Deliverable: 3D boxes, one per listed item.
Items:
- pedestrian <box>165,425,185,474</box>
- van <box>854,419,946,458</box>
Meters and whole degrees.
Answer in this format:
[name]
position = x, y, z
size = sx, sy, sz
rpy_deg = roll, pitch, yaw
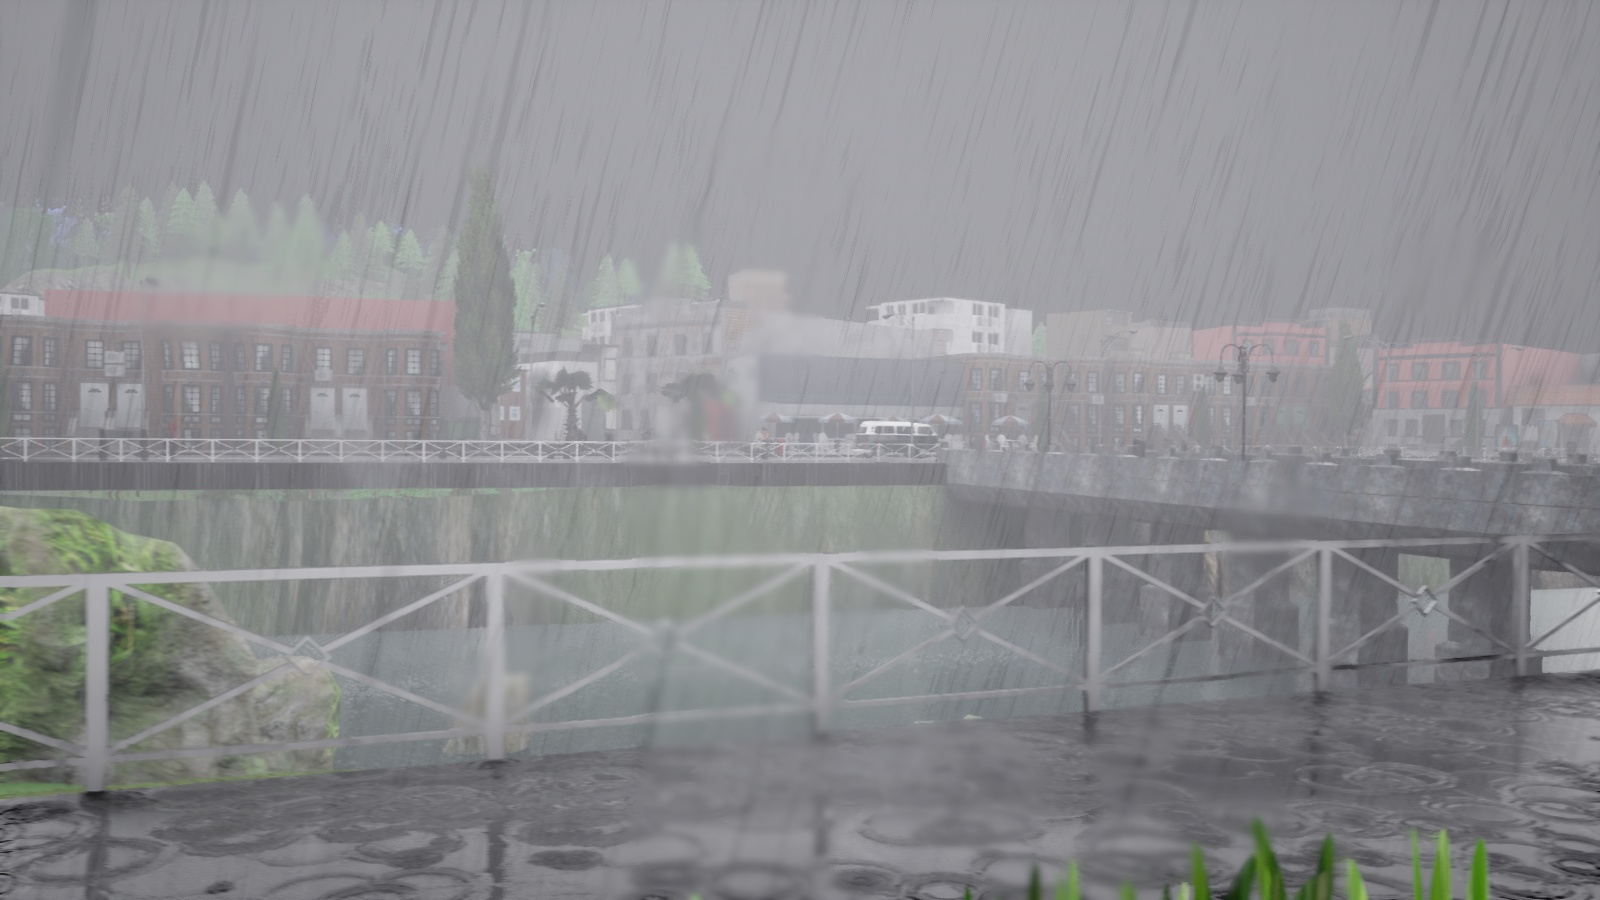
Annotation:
[pedestrian]
position = -23.754, -0.015, 47.763
size = 0.636, 1.846, 0.331
rpy_deg = -1, 1, -23
[van]
position = 5.364, -0.635, 67.498
size = 4.480, 2.038, 2.069
rpy_deg = -1, 1, -21
